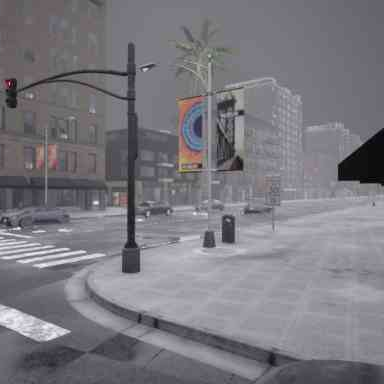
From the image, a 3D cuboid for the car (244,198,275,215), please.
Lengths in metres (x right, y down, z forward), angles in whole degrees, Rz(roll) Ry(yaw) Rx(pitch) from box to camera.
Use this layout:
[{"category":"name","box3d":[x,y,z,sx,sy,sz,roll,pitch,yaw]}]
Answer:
[{"category":"car","box3d":[7.126,1.622,34.843,1.994,1.385,4.181,0,0,35]}]

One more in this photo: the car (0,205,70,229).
[{"category":"car","box3d":[-10.209,1.576,21.865,1.994,1.385,4.181,0,0,35]}]

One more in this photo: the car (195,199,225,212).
[{"category":"car","box3d":[2.186,1.577,39.446,1.812,1.442,4.674,0,0,35]}]

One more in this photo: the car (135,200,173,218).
[{"category":"car","box3d":[-3.743,1.536,31.043,1.837,1.490,4.892,0,0,35]}]

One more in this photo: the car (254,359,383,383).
[{"category":"car","box3d":[2.141,1.551,1.323,4.403,1.369,2.008,0,0,35]}]
